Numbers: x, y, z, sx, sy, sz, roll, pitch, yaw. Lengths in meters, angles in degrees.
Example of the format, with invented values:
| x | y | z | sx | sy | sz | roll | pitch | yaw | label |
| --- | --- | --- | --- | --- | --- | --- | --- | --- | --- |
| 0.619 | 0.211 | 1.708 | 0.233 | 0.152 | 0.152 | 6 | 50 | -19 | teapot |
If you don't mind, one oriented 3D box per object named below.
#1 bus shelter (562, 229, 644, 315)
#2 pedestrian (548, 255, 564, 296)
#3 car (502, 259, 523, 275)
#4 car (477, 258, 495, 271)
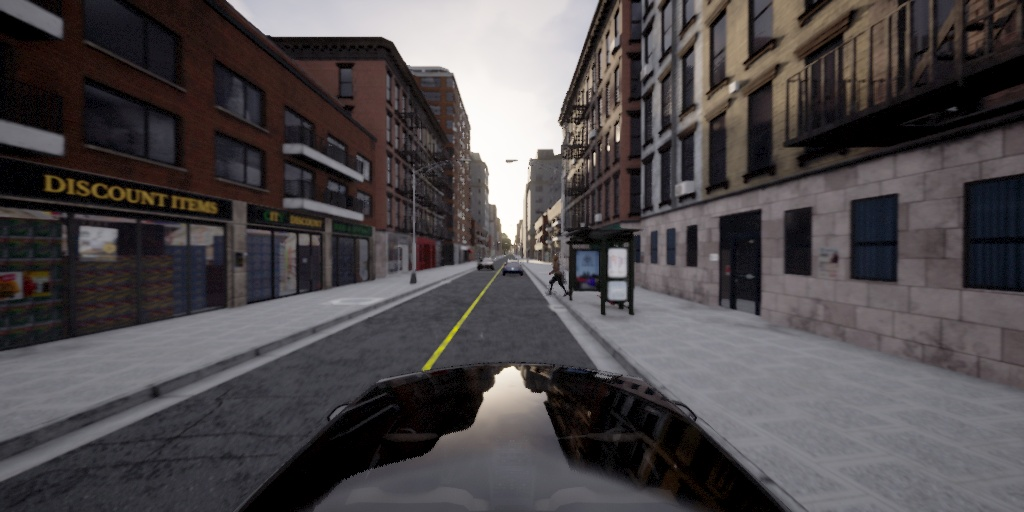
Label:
| x | y | z | sx | sy | sz | roll | pitch | yaw | label |
| --- | --- | --- | --- | --- | --- | --- | --- | --- | --- |
| 3.135 | 0.551 | 12.925 | 1.920 | 2.740 | 3.880 | 0 | 0 | 0 | bus shelter |
| 1.883 | 0.825 | 15.260 | 0.375 | 1.860 | 0.375 | 0 | 1 | -10 | pedestrian |
| 0.080 | 1.092 | 34.515 | 1.994 | 1.385 | 4.181 | 0 | 0 | 0 | car |
| -3.083 | 0.947 | 42.864 | 1.882 | 1.535 | 5.008 | 0 | 0 | 0 | car |
